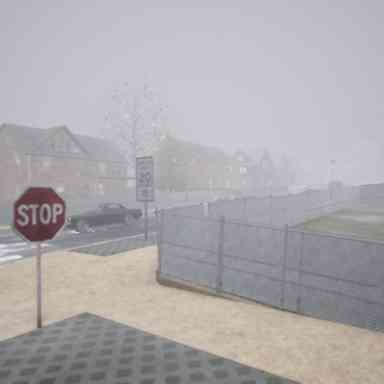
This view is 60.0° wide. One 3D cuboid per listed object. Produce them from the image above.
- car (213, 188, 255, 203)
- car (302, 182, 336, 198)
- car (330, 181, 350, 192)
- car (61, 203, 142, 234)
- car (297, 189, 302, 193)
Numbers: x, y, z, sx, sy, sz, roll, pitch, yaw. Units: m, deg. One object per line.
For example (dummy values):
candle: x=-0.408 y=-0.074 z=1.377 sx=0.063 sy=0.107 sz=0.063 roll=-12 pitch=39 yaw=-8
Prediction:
car: x=3.697 y=0.483 z=28.991 sx=2.097 sy=1.767 sz=4.553 roll=-1 pitch=1 yaw=36
car: x=15.285 y=-0.007 z=39.846 sx=1.882 sy=1.535 sz=5.008 roll=-1 pitch=1 yaw=37
car: x=21.181 y=-0.606 z=47.935 sx=2.150 sy=2.045 sz=5.566 roll=-1 pitch=1 yaw=36
car: x=-4.916 y=1.254 z=17.303 sx=1.895 sy=1.301 sz=4.718 roll=-1 pitch=1 yaw=36
car: x=15.812 y=-0.022 z=45.279 sx=1.994 sy=1.385 sz=4.181 roll=-1 pitch=1 yaw=36
